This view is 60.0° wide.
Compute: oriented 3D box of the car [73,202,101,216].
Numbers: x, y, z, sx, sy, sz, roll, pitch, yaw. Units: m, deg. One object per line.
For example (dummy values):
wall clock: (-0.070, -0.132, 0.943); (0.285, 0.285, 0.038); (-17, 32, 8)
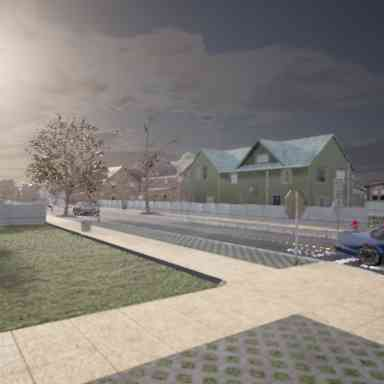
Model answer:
car: (-11.407, 1.826, 35.954); (1.837, 1.490, 4.892); (1, -1, -35)

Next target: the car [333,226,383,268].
car: (6.912, 1.620, 9.607); (2.033, 1.411, 5.357); (1, -1, -35)

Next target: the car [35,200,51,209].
car: (-25.037, 2.026, 55.554); (1.994, 1.385, 4.181); (1, -1, -35)
